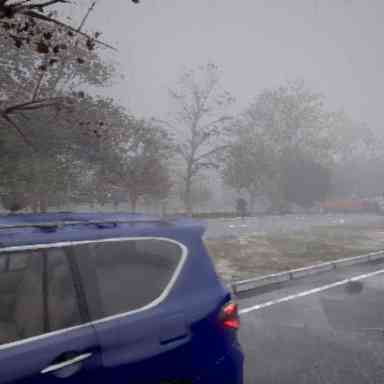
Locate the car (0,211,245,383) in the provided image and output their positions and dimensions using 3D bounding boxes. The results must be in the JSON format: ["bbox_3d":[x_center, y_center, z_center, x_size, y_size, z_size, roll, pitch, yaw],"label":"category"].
[{"bbox_3d":[-2.146,1.223,2.166,5.566,2.045,2.150,0,0,-35],"label":"car"}]

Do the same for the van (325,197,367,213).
[{"bbox_3d":[19.128,1.626,42.119,1.878,1.987,4.442,2,-1,-35],"label":"van"}]

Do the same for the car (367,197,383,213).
[{"bbox_3d":[21.535,1.683,43.724,2.435,2.045,5.566,2,-1,-35],"label":"car"}]
